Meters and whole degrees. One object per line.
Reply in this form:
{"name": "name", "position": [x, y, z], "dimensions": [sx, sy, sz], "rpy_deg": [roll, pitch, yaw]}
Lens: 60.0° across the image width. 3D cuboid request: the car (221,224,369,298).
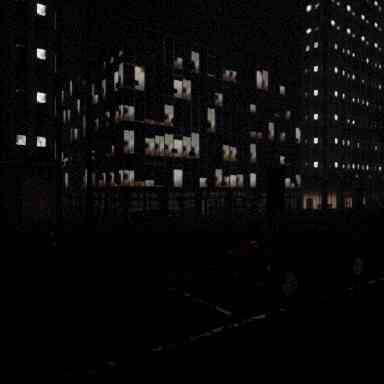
{"name": "car", "position": [2.756, 1.545, 8.530], "dimensions": [4.507, 1.381, 1.887], "rpy_deg": [0, 0, -36]}
